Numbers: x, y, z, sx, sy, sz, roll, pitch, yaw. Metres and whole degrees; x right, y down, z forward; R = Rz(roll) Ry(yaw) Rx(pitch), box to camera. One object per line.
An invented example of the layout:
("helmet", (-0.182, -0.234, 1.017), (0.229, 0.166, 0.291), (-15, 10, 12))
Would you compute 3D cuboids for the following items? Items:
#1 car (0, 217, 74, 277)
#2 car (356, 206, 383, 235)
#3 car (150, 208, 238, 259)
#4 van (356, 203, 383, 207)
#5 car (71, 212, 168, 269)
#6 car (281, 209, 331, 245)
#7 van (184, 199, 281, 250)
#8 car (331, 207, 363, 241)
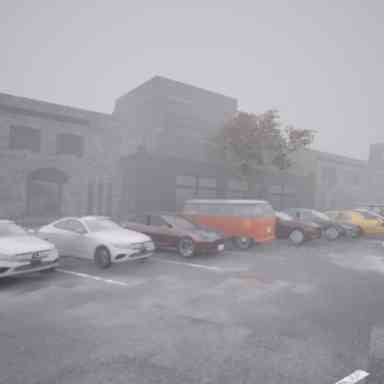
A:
("car", (-5.753, 1.516, 9.495), (4.674, 1.452, 2.002), (-1, -1, 35))
("car", (8.430, 1.765, 19.754), (5.366, 1.575, 1.946), (0, -2, 35))
("car", (-0.949, 1.534, 12.874), (4.792, 1.488, 2.163), (-1, -1, 35))
("van", (13.275, 1.794, 23.089), (4.442, 1.987, 1.878), (0, -2, 35))
("car", (-3.359, 1.527, 11.200), (4.674, 1.452, 2.002), (-1, -1, 35))
("car", (3.803, 1.596, 16.285), (5.008, 1.535, 2.097), (-1, -2, 35))
("van", (1.321, 1.316, 14.656), (4.442, 1.987, 1.878), (-1, -1, 35))
("car", (6.193, 1.673, 17.973), (4.892, 1.521, 2.231), (0, -2, 35))
